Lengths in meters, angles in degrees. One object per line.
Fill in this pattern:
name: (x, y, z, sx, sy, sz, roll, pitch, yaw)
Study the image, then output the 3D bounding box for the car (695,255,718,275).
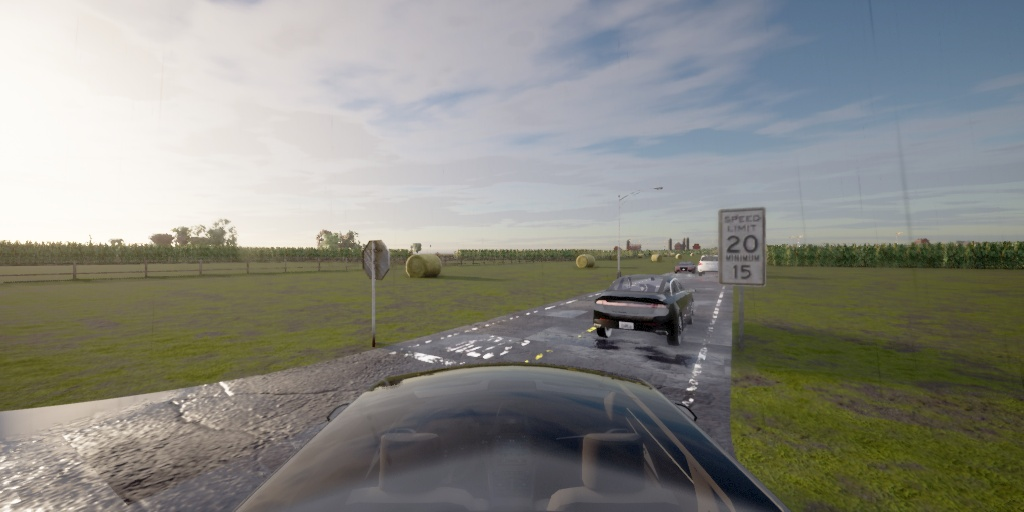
car: (20.151, 0.946, 36.093, 2.150, 2.045, 5.566, 0, 0, 33)

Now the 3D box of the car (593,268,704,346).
car: (3.670, 1.241, 9.566, 2.128, 1.511, 4.902, 0, 0, 32)

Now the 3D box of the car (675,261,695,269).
car: (19.857, 1.282, 40.943, 1.994, 1.385, 4.181, 0, 0, 32)
